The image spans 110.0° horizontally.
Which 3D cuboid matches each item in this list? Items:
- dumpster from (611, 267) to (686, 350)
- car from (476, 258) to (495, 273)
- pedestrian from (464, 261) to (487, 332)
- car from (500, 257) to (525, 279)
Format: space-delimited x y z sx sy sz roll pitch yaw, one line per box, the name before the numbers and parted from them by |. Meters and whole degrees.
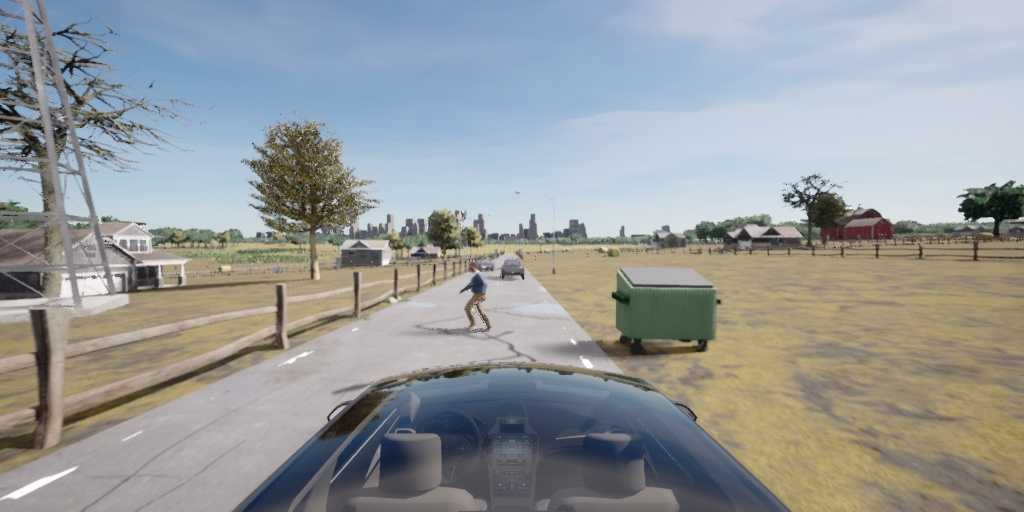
dumpster | 3.123 1.098 8.567 1.020 1.700 1.940 0 0 0
car | -2.853 0.964 38.891 2.128 1.511 4.902 0 0 0
pedestrian | -0.917 0.993 9.022 0.375 1.860 0.375 -1 2 -15
car | 0.077 1.038 29.772 2.128 1.511 4.902 0 1 0
